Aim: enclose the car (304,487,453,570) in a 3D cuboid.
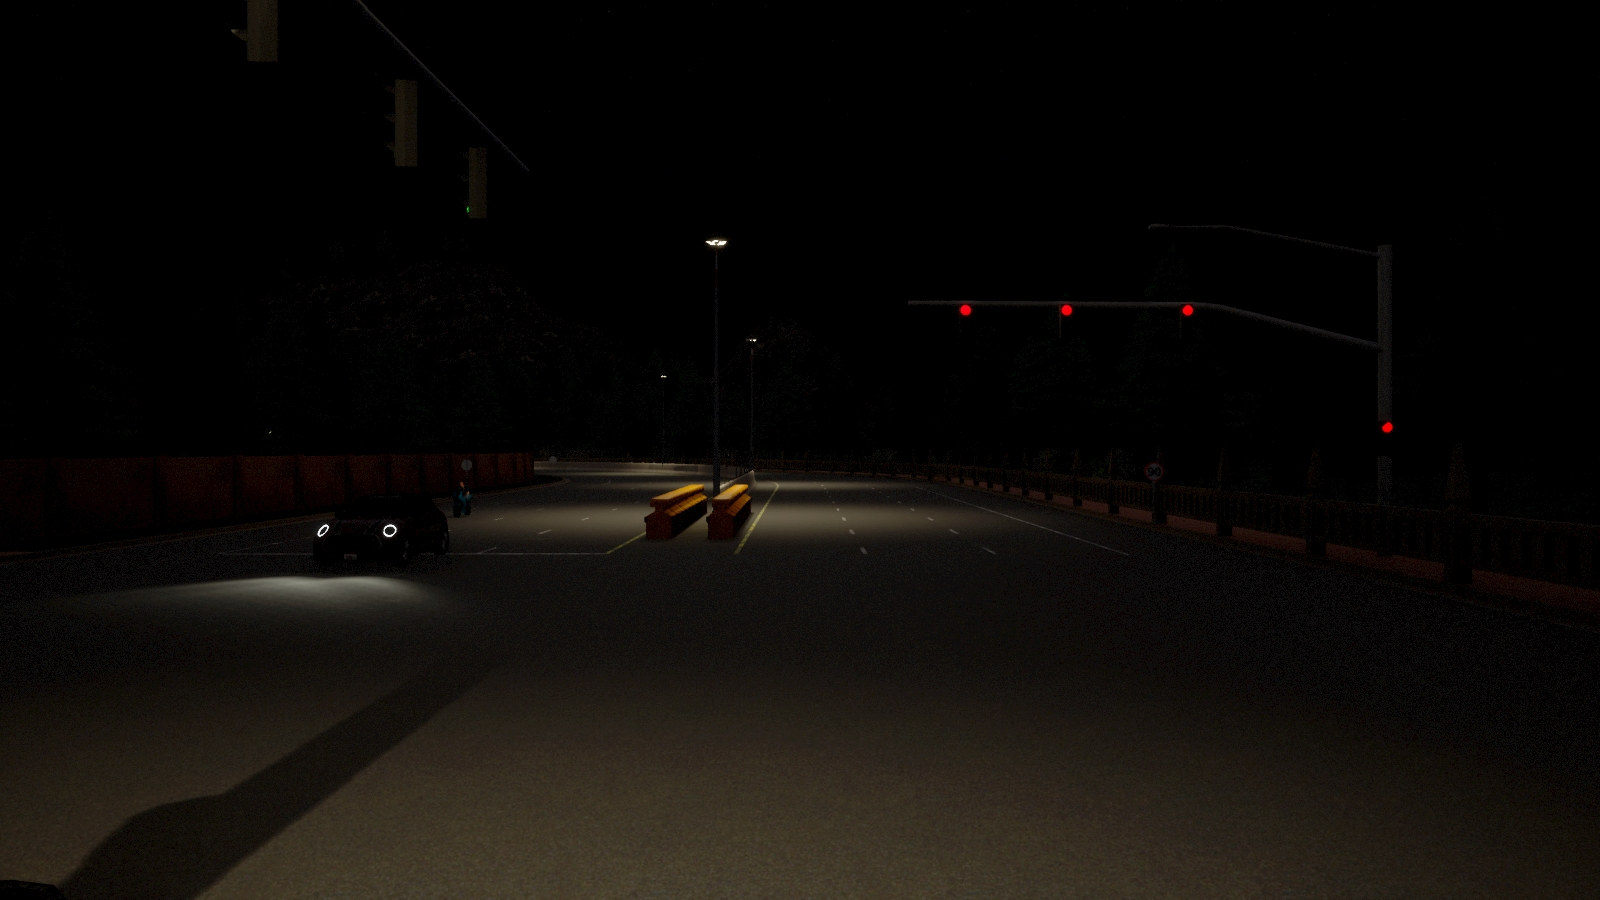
[{"bbox_3d":[-10.504,1.906,28.861,2.097,1.767,4.553,0,0,0],"label":"car"}]
